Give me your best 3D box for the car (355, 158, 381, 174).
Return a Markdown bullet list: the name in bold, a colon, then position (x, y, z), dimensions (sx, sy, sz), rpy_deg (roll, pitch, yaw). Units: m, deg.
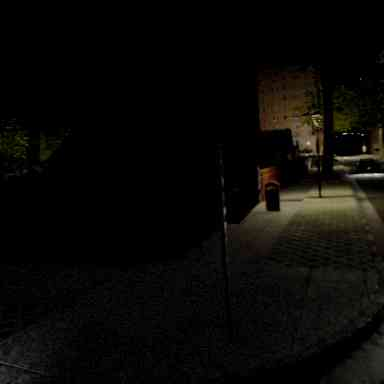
- **car**: position (16.403, -2.505, 31.164), dimensions (1.994, 1.385, 4.181), rpy_deg (-2, 6, 24)
